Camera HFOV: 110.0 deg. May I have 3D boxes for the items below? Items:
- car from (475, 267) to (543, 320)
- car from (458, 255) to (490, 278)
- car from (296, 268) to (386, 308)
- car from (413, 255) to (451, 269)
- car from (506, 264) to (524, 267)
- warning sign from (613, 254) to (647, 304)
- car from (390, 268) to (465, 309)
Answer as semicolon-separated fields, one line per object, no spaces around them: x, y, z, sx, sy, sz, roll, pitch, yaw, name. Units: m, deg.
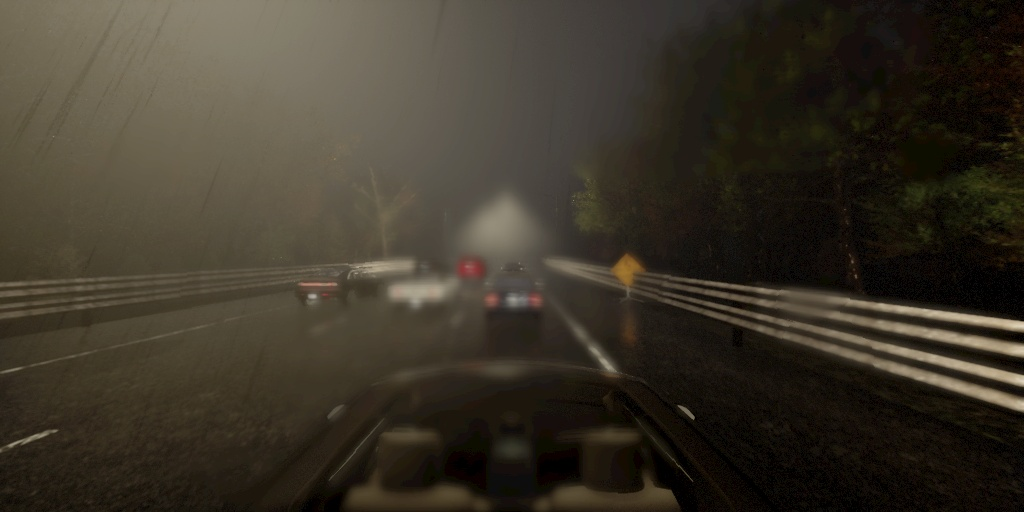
0.085;1.297;12.644;2.033;1.411;5.357;0;0;1;car
-3.181;0.966;30.370;2.150;2.045;5.566;0;0;1;car
-6.908;1.244;15.070;2.128;1.511;4.902;0;0;1;car
-6.682;0.967;30.385;2.150;2.045;5.566;0;0;1;car
0.252;1.291;27.590;2.033;1.411;5.357;0;0;1;car
4.598;0.864;13.967;1.300;1.860;1.060;0;0;0;warning sign
-3.376;1.350;14.998;1.895;1.301;4.718;0;0;1;car
